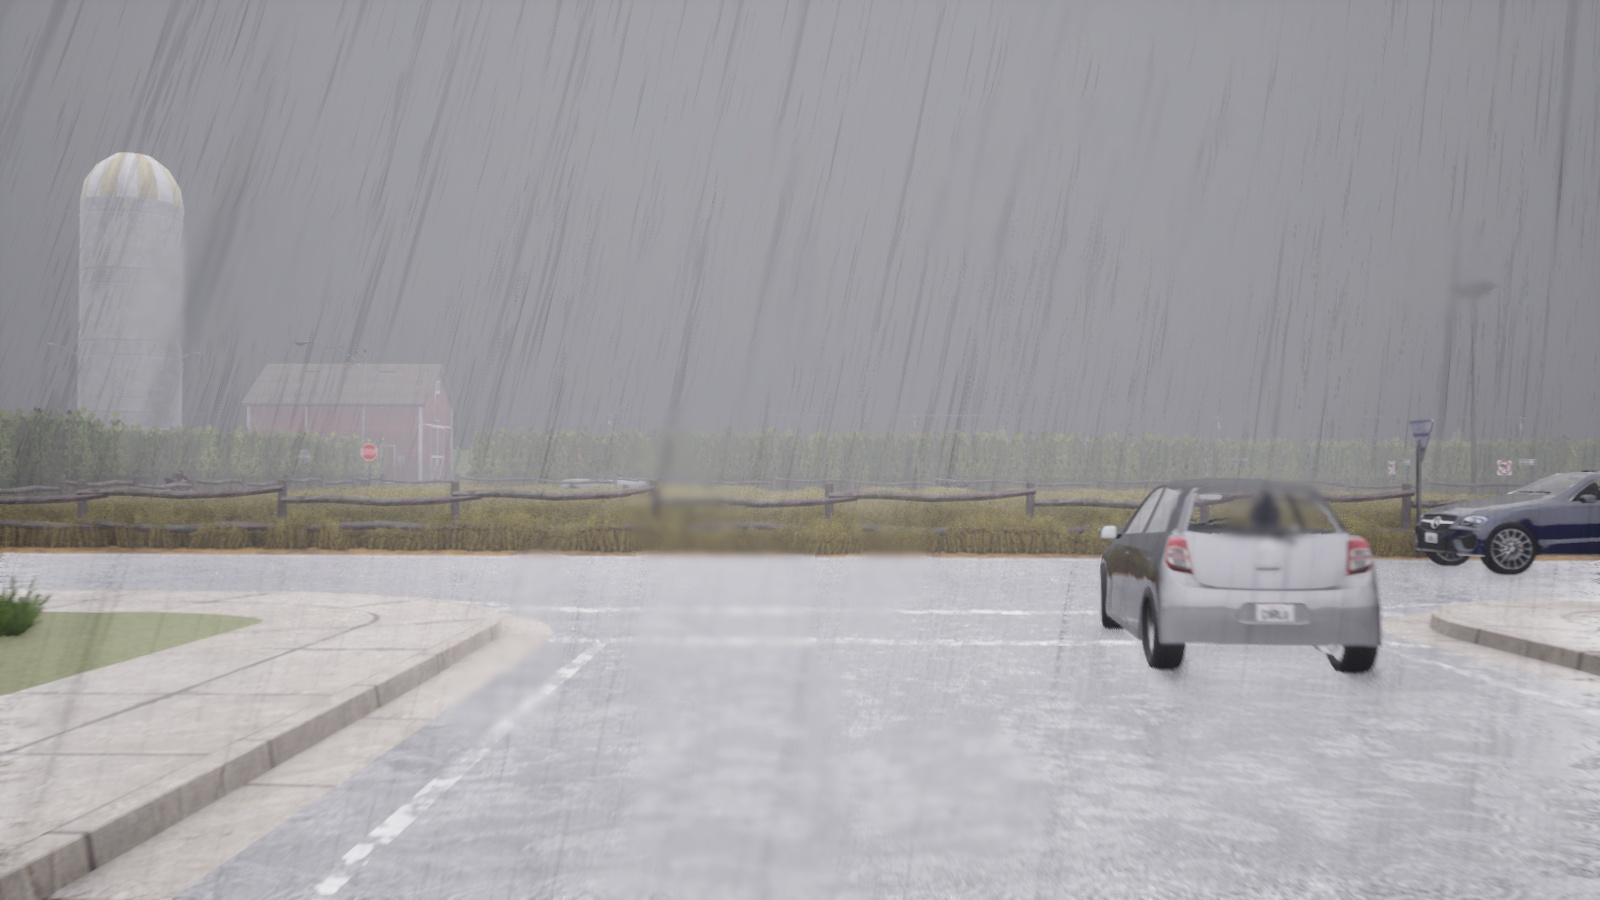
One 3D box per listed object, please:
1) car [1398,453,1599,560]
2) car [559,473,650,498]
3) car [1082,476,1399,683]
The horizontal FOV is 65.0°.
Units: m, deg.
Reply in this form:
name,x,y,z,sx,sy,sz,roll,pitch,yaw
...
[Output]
name,x,y,z,sx,sy,sz,roll,pitch,yaw
car,12.816,0.886,20.551,5.027,1.651,2.152,0,-1,1
car,-10.875,1.968,69.987,4.718,1.301,1.895,0,-1,1
car,3.677,1.001,11.175,1.845,1.501,3.633,0,-1,6
